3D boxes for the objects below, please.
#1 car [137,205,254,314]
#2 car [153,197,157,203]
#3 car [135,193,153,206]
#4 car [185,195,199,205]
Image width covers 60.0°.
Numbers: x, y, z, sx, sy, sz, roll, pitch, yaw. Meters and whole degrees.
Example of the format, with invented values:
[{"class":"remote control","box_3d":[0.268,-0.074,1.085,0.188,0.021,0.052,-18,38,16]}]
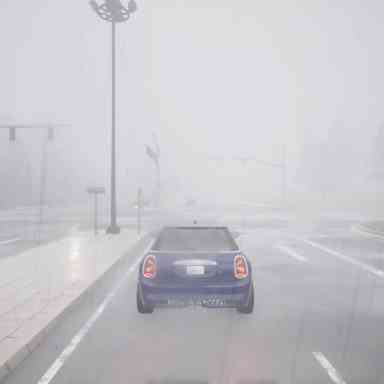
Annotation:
[{"class":"car","box_3d":[0.071,1.352,7.796,2.097,1.767,4.553,0,0,0]},{"class":"car","box_3d":[-8.364,1.547,65.589,2.033,1.411,5.357,0,0,0]},{"class":"car","box_3d":[-8.266,1.352,55.975,2.097,1.767,4.553,0,0,-1]},{"class":"car","box_3d":[-0.157,1.526,54.615,1.812,1.442,4.674,0,0,-1]}]
